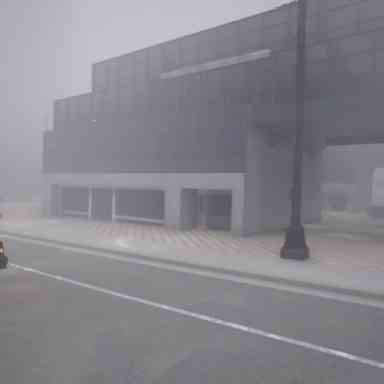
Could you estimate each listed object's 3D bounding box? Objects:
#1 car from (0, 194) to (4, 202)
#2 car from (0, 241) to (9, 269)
[{"bbox_3d":[-26.111,0.540,41.957,1.994,1.385,4.181,2,1,36],"label":"car"},{"bbox_3d":[-7.065,1.444,9.015,5.357,1.411,2.033,1,0,36],"label":"car"}]
